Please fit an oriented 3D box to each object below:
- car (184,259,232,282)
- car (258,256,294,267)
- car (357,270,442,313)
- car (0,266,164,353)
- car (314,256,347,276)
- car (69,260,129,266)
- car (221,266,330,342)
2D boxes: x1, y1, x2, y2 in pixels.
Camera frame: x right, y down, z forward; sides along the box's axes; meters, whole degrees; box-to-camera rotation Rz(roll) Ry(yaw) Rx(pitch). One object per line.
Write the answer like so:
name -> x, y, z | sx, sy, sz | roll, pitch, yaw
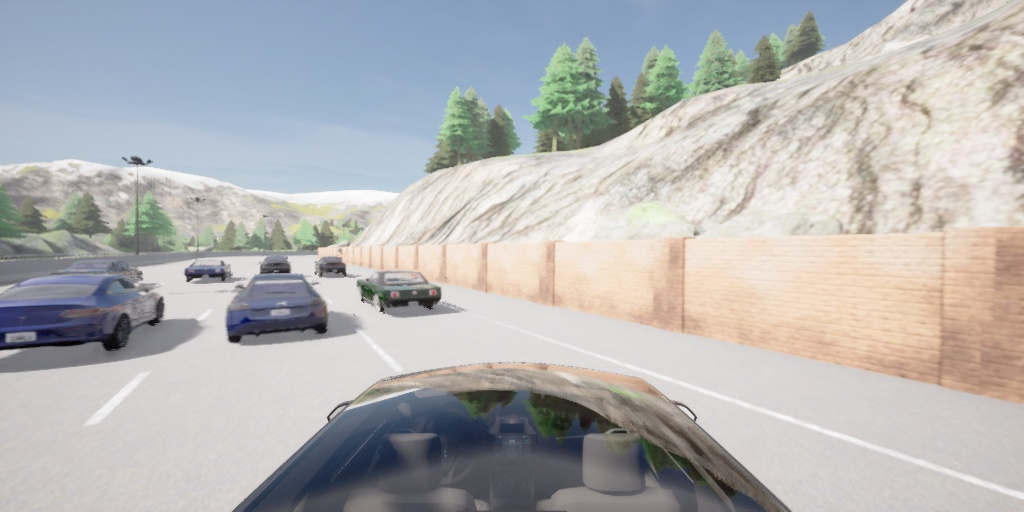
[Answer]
car -> -19.175, 0.872, 22.834 | 1.895, 1.301, 4.718 | 0, 1, -34
car -> -17.057, 0.758, 25.974 | 1.837, 1.490, 4.892 | 0, 1, -34
car -> -4.271, 1.159, 12.996 | 1.895, 1.301, 4.718 | 0, 1, -33
car -> -9.166, 1.100, 7.683 | 1.812, 1.442, 4.674 | 0, 1, -34
car -> -14.097, 0.766, 27.843 | 1.837, 1.490, 4.892 | 0, 1, -34
car -> -19.601, 0.888, 17.134 | 2.033, 1.411, 5.357 | 0, 1, -33
car -> -6.094, 1.149, 9.408 | 1.994, 1.385, 4.181 | 0, 1, -33
